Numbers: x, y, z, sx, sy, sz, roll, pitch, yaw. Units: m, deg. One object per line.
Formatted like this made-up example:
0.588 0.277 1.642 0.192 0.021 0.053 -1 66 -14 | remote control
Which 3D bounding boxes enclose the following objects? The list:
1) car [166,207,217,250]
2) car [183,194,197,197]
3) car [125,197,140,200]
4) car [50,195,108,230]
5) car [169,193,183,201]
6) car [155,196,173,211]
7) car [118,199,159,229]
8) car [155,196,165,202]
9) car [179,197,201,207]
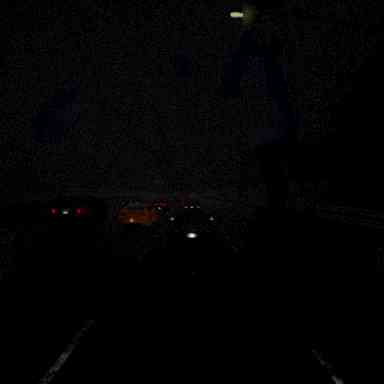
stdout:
-0.002 1.569 14.285 1.994 1.385 4.181 0 0 0 | car
-0.006 1.428 51.788 1.882 1.535 5.008 0 0 0 | car
-7.004 1.330 39.723 2.097 1.767 4.553 0 0 0 | car
-7.004 1.225 21.091 2.150 2.045 5.566 0 0 0 | car
-3.510 1.460 73.466 1.994 1.385 4.181 0 0 0 | car
-3.504 1.487 38.281 1.837 1.490 4.892 0 0 0 | car
-3.504 1.480 21.804 1.882 1.535 5.008 0 0 0 | car
-7.010 1.502 73.500 1.895 1.301 4.718 0 0 0 | car
-0.005 1.533 35.275 2.033 1.411 5.357 0 0 0 | car
